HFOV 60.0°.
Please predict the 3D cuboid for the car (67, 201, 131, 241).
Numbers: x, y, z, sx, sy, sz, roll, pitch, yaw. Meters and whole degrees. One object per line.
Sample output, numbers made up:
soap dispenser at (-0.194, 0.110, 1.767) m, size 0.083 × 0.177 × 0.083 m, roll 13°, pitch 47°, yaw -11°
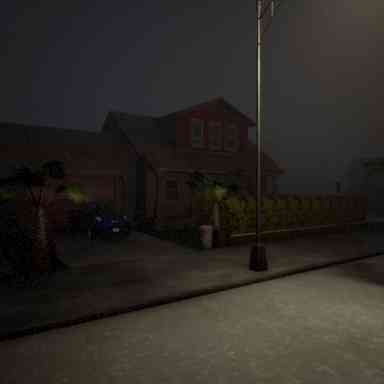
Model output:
car at (-4.112, 1.174, 14.537) m, size 1.845 × 1.501 × 3.633 m, roll 0°, pitch 0°, yaw -38°
